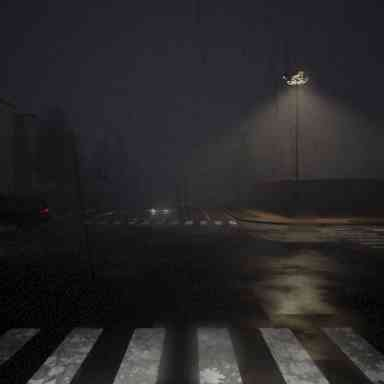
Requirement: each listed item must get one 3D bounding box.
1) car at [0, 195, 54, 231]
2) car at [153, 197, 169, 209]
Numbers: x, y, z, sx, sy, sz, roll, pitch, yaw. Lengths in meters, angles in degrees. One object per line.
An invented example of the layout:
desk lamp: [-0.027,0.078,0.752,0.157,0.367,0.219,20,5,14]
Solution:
car: [-11.201,1.220,19.799,5.566,2.045,2.150,0,0,-10]
car: [-4.089,1.454,44.296,1.882,1.535,5.008,0,0,0]
